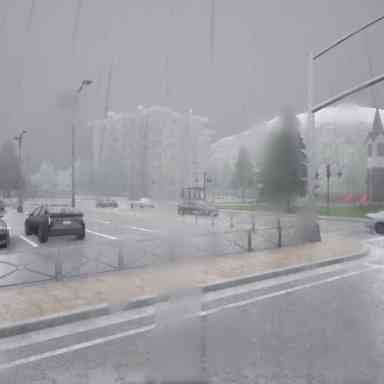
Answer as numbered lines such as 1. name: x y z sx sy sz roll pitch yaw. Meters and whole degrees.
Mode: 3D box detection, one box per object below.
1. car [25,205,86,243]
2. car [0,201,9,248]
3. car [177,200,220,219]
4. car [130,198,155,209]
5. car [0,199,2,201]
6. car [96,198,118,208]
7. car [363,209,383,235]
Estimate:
1. car: -6.356 1.340 15.313 2.007 1.523 4.514 0 0 -36
2. car: -8.870 1.331 13.436 2.152 1.636 5.027 0 0 -36
3. car: 0.495 1.504 29.798 1.837 1.490 4.892 0 0 -36
4. car: -6.816 1.526 45.805 1.812 1.442 4.674 0 0 -36
5. car: -21.592 1.374 36.423 1.845 1.501 3.633 0 0 -36
6. car: -11.997 1.565 46.917 1.994 1.385 4.181 0 0 -36
7. car: 11.474 1.525 17.239 4.674 1.442 1.812 0 0 37
